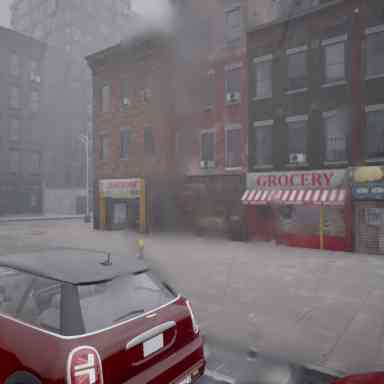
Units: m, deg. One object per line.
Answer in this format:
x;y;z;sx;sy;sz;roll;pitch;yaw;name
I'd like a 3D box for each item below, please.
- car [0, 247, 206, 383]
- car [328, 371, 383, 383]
-1.929;1.441;4.219;4.097;1.590;1.967;0;0;36;car
2.533;1.544;0.998;4.507;1.381;1.887;0;0;36;car
